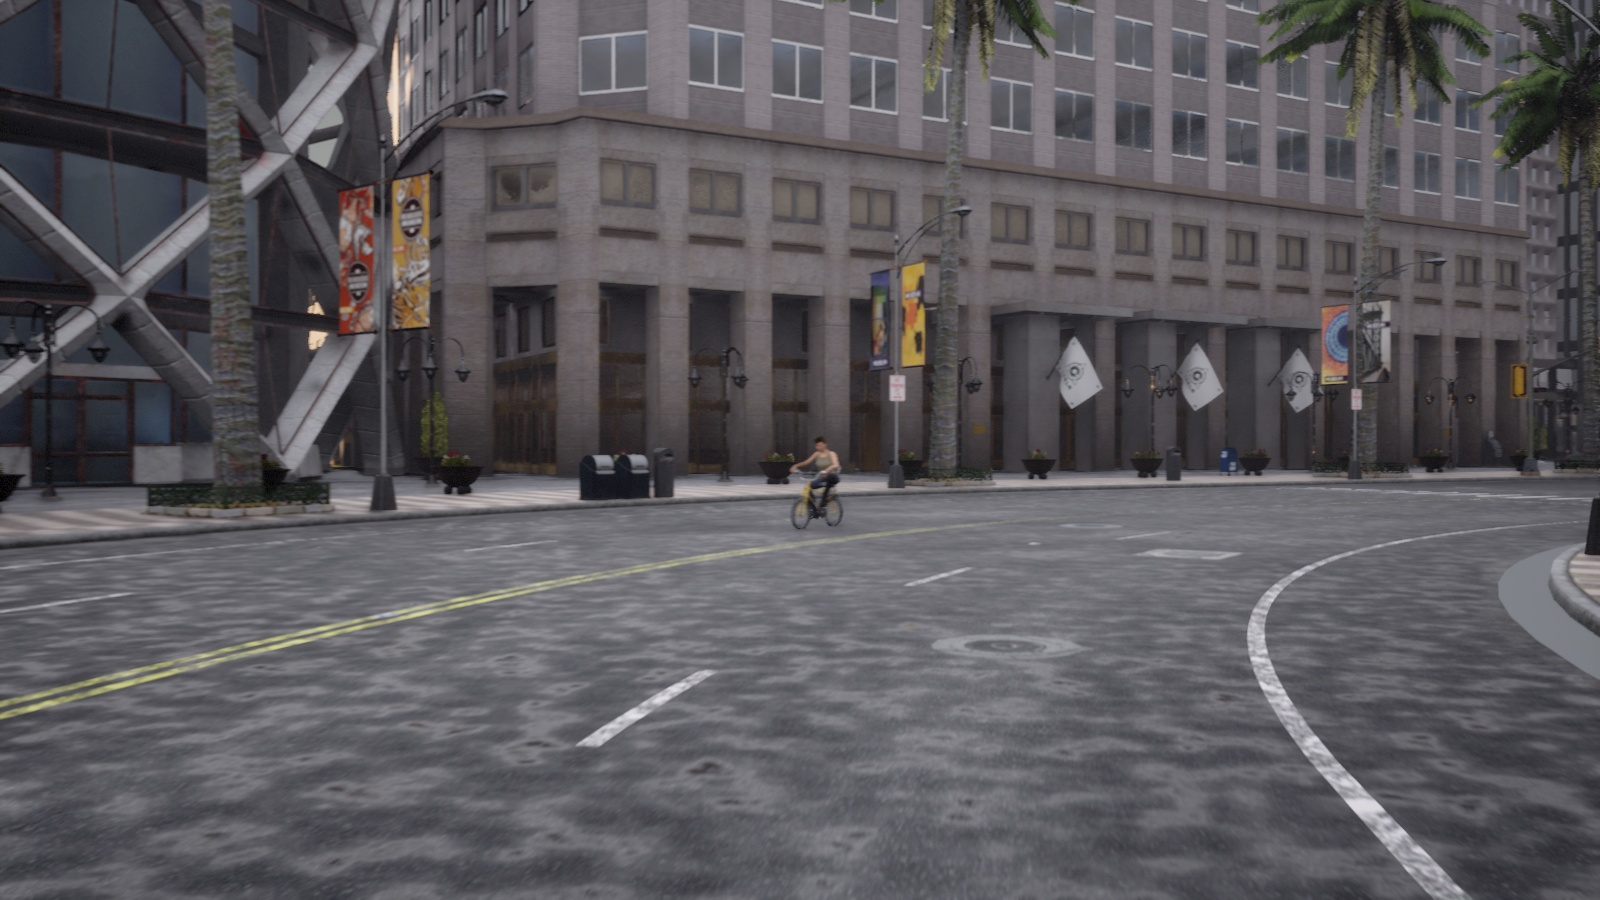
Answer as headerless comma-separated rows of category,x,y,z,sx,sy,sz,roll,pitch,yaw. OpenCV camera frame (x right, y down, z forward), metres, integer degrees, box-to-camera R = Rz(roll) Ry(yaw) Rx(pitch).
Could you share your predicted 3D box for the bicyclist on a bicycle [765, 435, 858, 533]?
bicyclist on a bicycle,0.209,0.560,21.728,0.866,1.612,1.509,1,1,36
